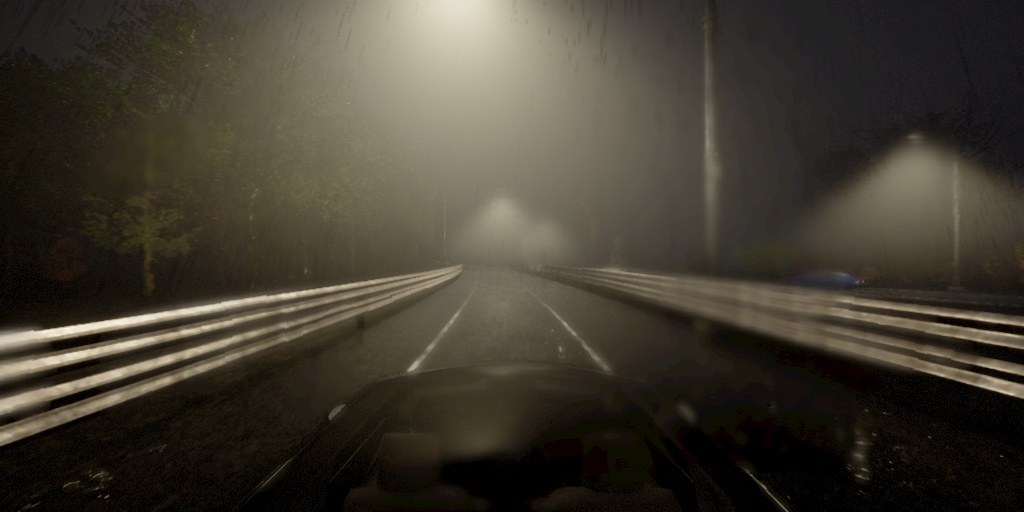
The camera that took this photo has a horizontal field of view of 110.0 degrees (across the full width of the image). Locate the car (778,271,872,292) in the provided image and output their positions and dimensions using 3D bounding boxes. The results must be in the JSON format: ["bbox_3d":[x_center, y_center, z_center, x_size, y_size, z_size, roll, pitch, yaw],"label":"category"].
[{"bbox_3d":[23.848,1.871,27.609,2.033,1.411,5.357,0,0,-24],"label":"car"}]

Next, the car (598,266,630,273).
[{"bbox_3d":[13.919,2.024,49.500,1.895,1.301,4.718,0,0,-24],"label":"car"}]
